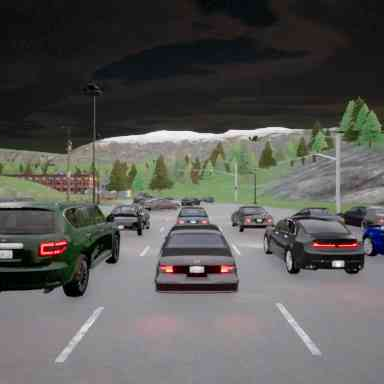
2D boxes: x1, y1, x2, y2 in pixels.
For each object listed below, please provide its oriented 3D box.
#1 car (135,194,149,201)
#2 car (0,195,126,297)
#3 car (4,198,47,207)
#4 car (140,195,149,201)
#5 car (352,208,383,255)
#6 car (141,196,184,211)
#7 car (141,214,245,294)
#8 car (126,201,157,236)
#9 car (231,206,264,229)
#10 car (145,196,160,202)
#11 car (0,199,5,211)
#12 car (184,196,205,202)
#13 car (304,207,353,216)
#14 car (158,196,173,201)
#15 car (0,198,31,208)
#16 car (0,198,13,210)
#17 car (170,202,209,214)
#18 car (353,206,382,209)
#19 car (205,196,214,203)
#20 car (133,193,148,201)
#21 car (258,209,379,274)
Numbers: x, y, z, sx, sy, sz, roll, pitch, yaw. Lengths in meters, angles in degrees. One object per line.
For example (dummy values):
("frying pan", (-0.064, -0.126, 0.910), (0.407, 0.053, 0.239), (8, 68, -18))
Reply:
("car", (-6.338, 1.547, 52.890), (2.033, 1.411, 5.357), (0, 0, 22))
("car", (-3.420, 1.221, 8.707), (2.150, 2.045, 5.566), (0, 0, 0))
("car", (-24.924, 1.547, 49.829), (5.357, 1.411, 2.033), (0, 0, -1))
("car", (-5.020, 1.525, 48.746), (1.812, 1.442, 4.674), (1, 0, 35))
("car", (7.075, 1.478, 10.030), (1.882, 1.535, 5.008), (0, 0, 0))
("car", (-3.546, 1.564, 40.030), (4.181, 1.385, 1.994), (0, 0, -36))
("car", (0.082, 1.547, 8.952), (2.033, 1.411, 5.357), (0, 0, 0))
("car", (-3.460, 1.491, 18.561), (2.128, 1.511, 4.902), (0, 0, 0))
("car", (3.520, 1.547, 20.038), (2.033, 1.411, 5.357), (0, 0, -1))
("car", (-9.489, 1.595, 80.259), (1.895, 1.301, 4.718), (0, 0, -30))
("car", (-24.973, 1.526, 39.326), (4.674, 1.442, 1.812), (0, 0, -1))
("car", (-0.138, 1.504, 50.609), (1.837, 1.490, 4.892), (1, 0, 23))
("car", (7.033, 1.564, 19.018), (1.994, 1.385, 4.181), (0, 0, 0))
("car", (-6.671, 1.595, 82.423), (1.895, 1.301, 4.718), (0, 0, -30))
("car", (-25.211, 1.526, 46.324), (4.674, 1.442, 1.812), (0, 0, -1))
("car", (-26.257, 1.547, 42.808), (5.357, 1.411, 2.033), (0, 0, -1))
("car", (0.043, 1.547, 19.021), (2.033, 1.411, 5.357), (0, 0, 0))
("car", (10.521, 1.547, 19.991), (2.033, 1.411, 5.357), (0, 0, -1))
("car", (2.896, 1.492, 67.830), (2.128, 1.511, 4.902), (0, 0, -18))
("car", (-9.199, 1.478, 58.500), (1.882, 1.535, 5.008), (2, 0, 0))
("car", (3.576, 1.505, 10.545), (1.837, 1.490, 4.892), (0, 0, 0))
